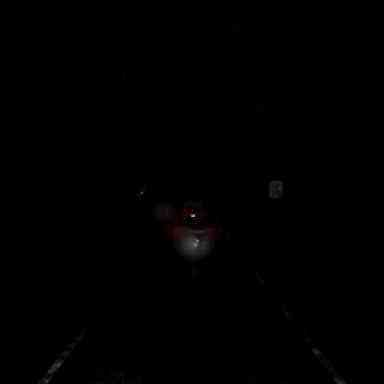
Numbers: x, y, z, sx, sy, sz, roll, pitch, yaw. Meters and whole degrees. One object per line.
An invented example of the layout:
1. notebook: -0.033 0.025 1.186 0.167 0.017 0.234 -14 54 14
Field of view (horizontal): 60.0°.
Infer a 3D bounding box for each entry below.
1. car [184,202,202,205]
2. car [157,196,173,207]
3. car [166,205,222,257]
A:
1. car: 0.091 1.483 28.128 1.895 1.301 4.718 0 0 0
2. car: -3.575 1.233 44.537 2.128 1.511 4.902 0 1 0
3. car: 0.083 1.454 12.709 2.128 1.511 4.902 0 0 0
